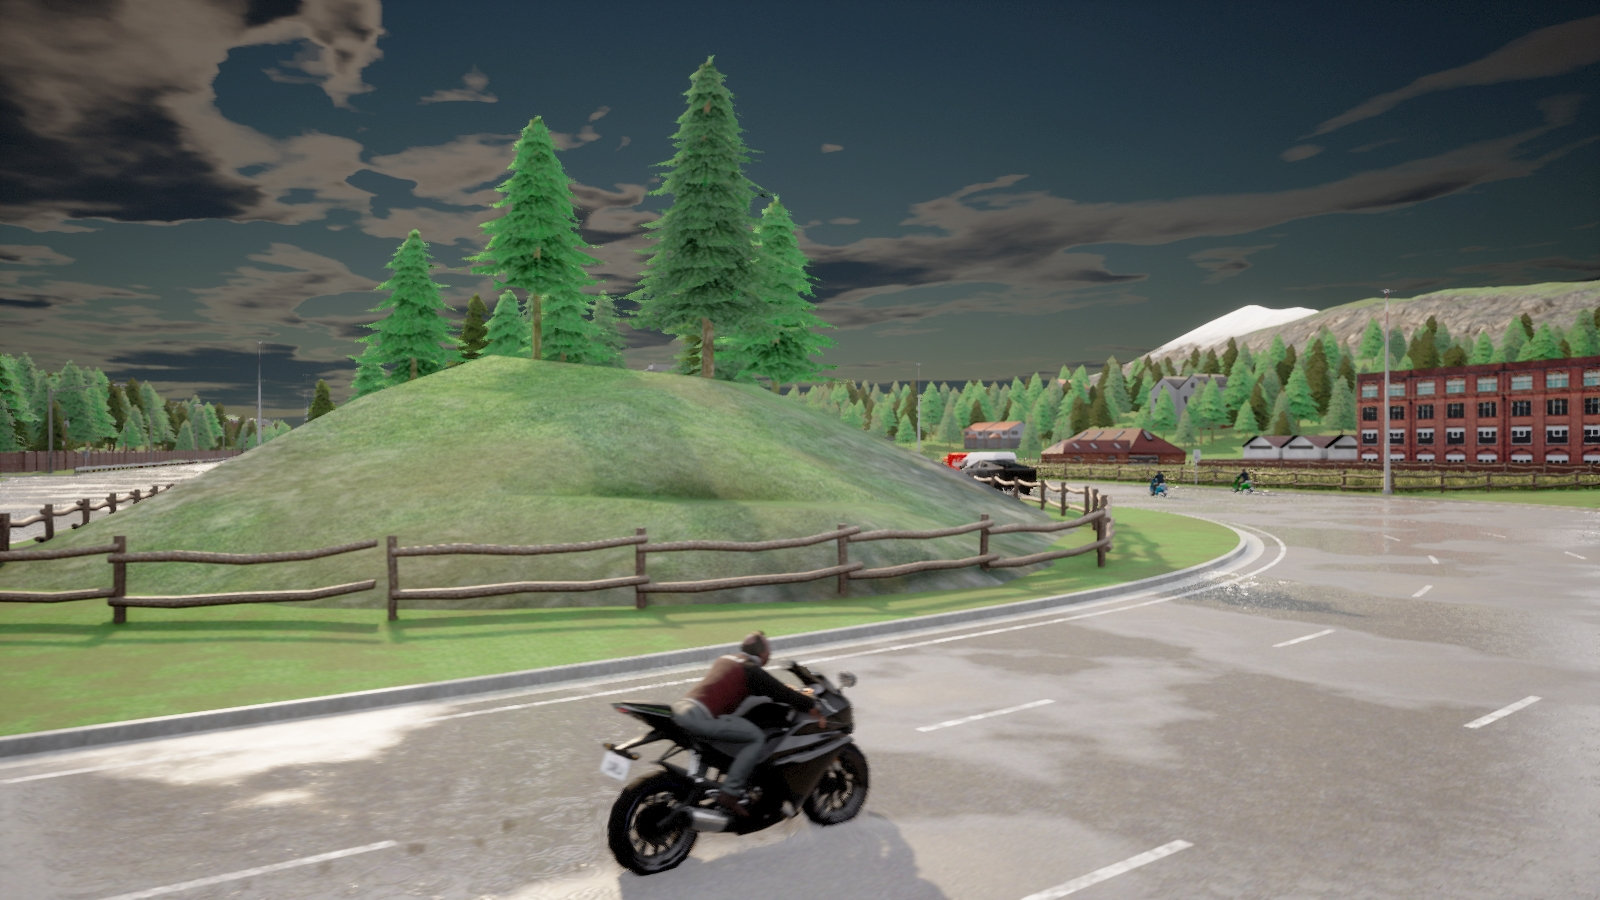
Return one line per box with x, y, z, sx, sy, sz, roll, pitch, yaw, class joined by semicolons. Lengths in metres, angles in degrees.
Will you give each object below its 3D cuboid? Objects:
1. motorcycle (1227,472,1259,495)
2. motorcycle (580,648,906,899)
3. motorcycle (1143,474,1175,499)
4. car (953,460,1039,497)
26.865;2.042;69.279;0.856;1.316;1.805;-1;0;-20;motorcycle
-0.354;2.196;8.076;2.209;1.251;0.867;0;-1;-39;motorcycle
20.230;2.056;64.407;0.856;1.316;1.805;-2;0;-13;motorcycle
11.836;1.675;69.454;2.390;2.098;6.274;0;0;-19;car
